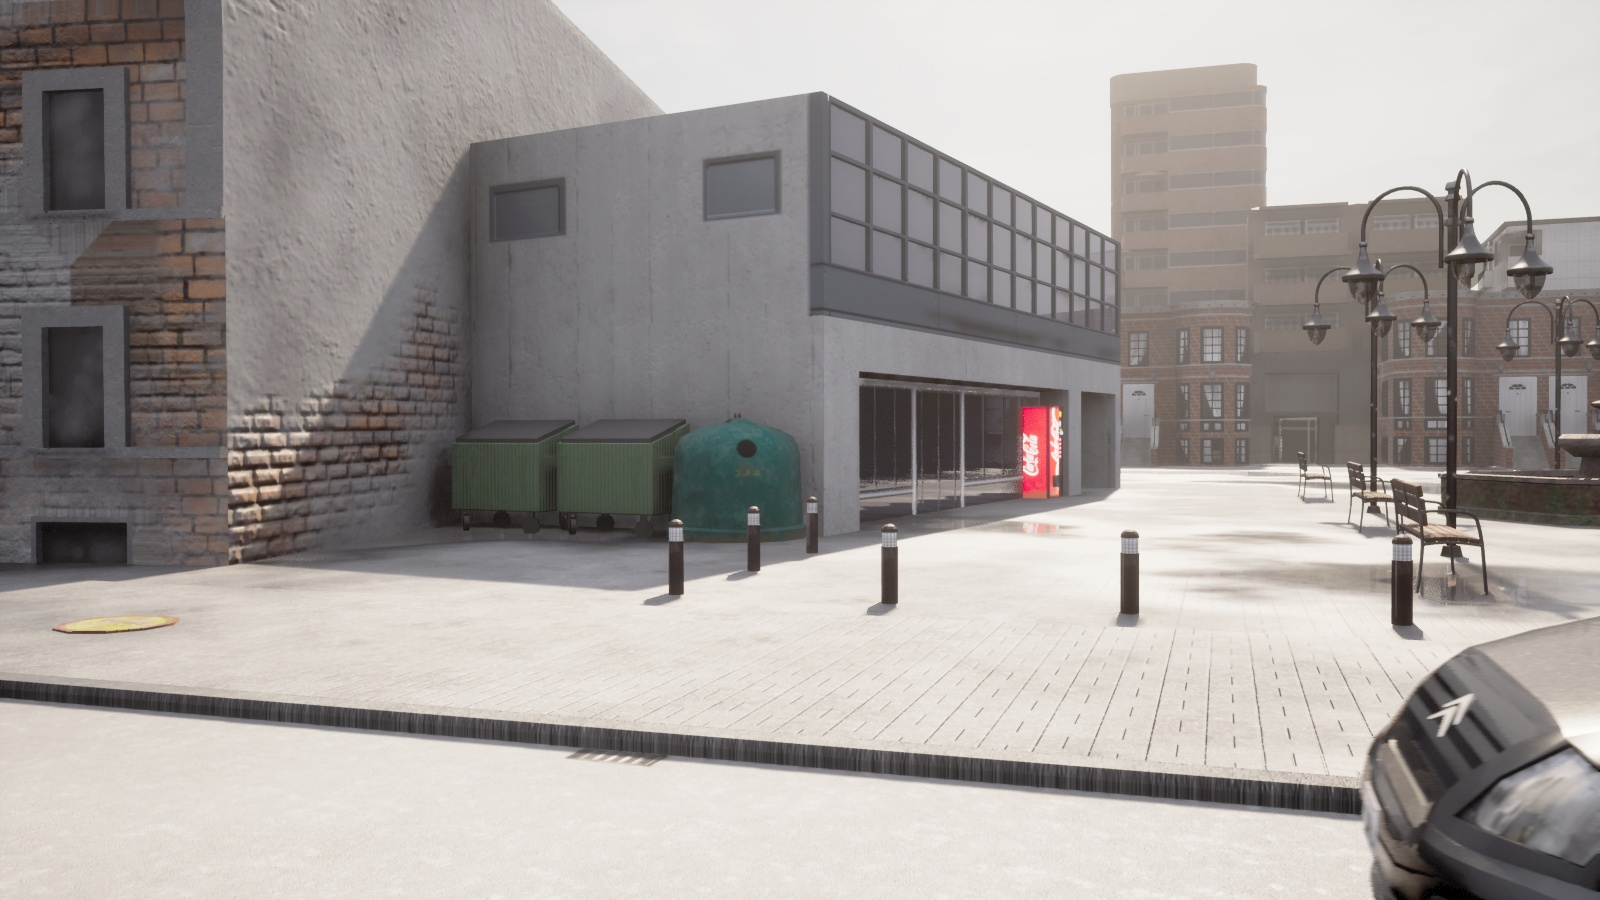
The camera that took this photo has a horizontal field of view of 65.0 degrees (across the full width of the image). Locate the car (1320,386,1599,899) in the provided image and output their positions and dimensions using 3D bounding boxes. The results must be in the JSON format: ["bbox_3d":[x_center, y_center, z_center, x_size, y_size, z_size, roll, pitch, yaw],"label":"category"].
[{"bbox_3d":[3.311,0.695,2.607,3.988,1.617,1.851,1,1,19],"label":"car"}]
